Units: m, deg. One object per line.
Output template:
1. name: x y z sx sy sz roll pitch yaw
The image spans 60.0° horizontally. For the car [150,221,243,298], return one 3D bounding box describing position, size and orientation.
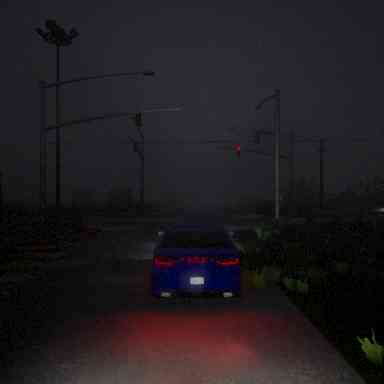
1. car: 0.101 1.478 8.582 1.882 1.535 5.008 0 0 0
